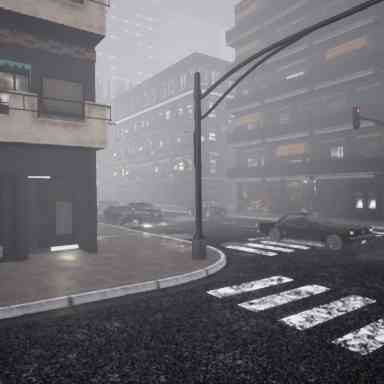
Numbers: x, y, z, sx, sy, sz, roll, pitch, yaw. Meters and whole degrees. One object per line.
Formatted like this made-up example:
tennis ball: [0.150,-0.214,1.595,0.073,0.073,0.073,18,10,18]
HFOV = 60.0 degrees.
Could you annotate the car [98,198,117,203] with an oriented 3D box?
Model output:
car: [-11.891,1.519,47.264,1.887,1.381,4.507,-1,1,-36]

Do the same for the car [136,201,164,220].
car: [-4.122,1.541,27.365,1.837,1.490,4.892,-1,0,-36]

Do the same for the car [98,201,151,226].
car: [-5.139,1.632,24.571,1.947,1.339,4.313,-1,1,-36]

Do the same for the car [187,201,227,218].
car: [1.235,1.512,29.204,2.008,1.369,4.403,-1,1,-36]

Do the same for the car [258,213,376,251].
car: [5.246,1.608,14.477,1.895,1.301,4.718,-1,0,-36]
